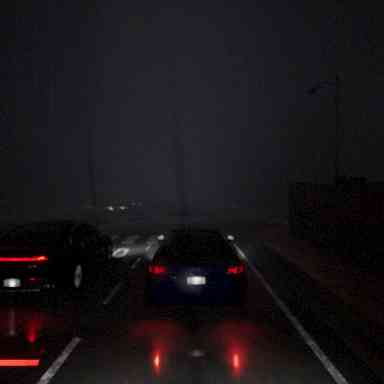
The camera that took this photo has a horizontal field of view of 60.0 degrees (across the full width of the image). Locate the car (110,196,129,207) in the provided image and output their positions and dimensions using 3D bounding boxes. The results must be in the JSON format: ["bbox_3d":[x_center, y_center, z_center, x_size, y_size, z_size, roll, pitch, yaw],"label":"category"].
[{"bbox_3d":[-10.480,1.268,48.239,1.882,1.535,5.008,0,0,0],"label":"car"}]

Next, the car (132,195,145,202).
[{"bbox_3d":[-10.391,1.267,64.594,2.033,1.411,5.357,0,0,1],"label":"car"}]

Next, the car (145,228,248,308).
[{"bbox_3d":[0.092,1.529,7.907,1.994,1.385,4.181,0,0,0],"label":"car"}]

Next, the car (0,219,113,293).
[{"bbox_3d":[-3.420,1.466,8.738,1.837,1.490,4.892,0,0,0],"label":"car"}]
